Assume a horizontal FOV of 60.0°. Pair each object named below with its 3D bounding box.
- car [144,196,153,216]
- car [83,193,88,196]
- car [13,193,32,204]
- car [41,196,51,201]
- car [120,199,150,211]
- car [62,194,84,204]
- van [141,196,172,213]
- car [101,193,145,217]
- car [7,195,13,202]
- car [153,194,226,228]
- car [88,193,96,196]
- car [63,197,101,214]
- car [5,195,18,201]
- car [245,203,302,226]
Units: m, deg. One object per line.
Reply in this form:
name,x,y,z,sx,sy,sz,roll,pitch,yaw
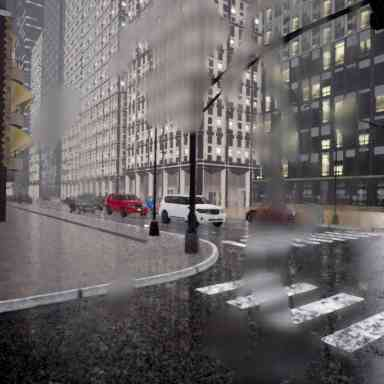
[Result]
car,-2.157,1.351,30.570,2.097,1.767,4.553,1,-1,-35
car,-18.556,1.248,58.845,2.150,2.045,5.566,1,-1,-35
car,-30.537,1.155,60.519,2.192,1.841,5.009,1,-1,-35
car,-36.800,1.570,83.787,1.802,1.307,4.206,1,-1,-35
car,-7.350,1.584,42.348,2.008,1.369,4.403,1,-1,-35
car,-20.634,1.509,56.569,2.033,1.411,5.357,1,-1,-35
van,-4.075,1.382,37.746,1.690,1.788,3.998,1,-1,-35
car,-6.114,1.155,30.621,2.150,2.045,5.566,1,-1,-35
car,-37.085,1.397,69.725,1.947,1.339,4.313,1,-1,-35
car,-0.139,1.170,22.215,2.150,2.045,5.566,1,-1,-35
car,-14.463,1.380,53.093,2.097,1.767,4.553,1,-1,-35
car,-10.909,1.427,32.890,2.008,1.369,4.403,1,-1,-35
car,-40.356,1.378,74.330,2.008,1.369,4.403,1,-1,-35
car,5.740,1.504,23.932,1.967,1.590,4.097,1,-1,-35
